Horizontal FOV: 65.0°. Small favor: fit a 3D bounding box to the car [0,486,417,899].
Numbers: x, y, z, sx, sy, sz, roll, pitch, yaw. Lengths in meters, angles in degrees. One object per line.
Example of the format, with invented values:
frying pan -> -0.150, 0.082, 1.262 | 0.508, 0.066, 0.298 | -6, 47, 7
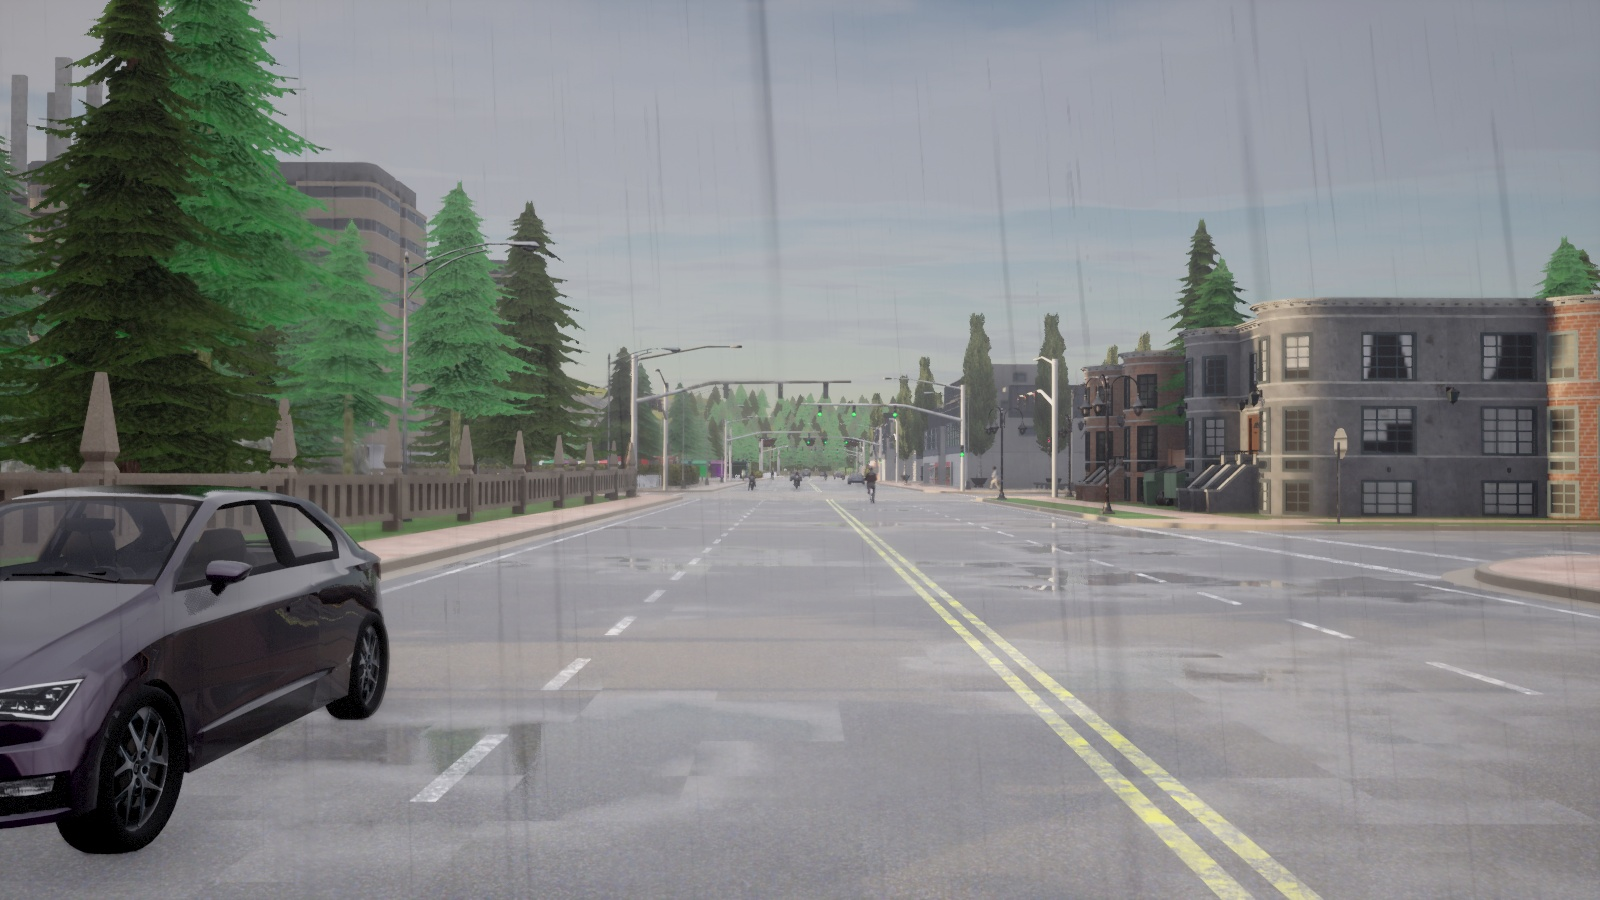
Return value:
car -> -3.515, 0.951, 6.460 | 1.816, 1.474, 4.193 | 0, -1, 0
